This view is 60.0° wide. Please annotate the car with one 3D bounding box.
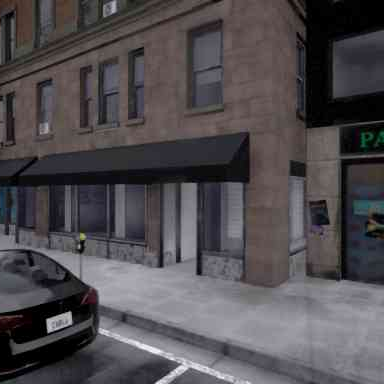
[{"bbox_3d":[-3.250,1.566,5.126,4.313,1.339,1.947,0,0,36],"label":"car"}]
